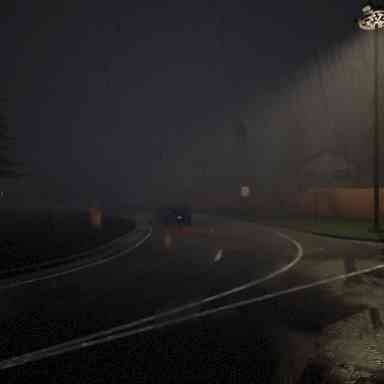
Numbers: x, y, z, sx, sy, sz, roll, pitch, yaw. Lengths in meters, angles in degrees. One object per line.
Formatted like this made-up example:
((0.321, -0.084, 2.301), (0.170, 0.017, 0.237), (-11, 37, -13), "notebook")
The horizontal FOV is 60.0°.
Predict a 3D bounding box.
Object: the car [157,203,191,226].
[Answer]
((-1.358, 1.501, 24.009), (1.882, 1.535, 5.008), (0, 0, -13), "car")
